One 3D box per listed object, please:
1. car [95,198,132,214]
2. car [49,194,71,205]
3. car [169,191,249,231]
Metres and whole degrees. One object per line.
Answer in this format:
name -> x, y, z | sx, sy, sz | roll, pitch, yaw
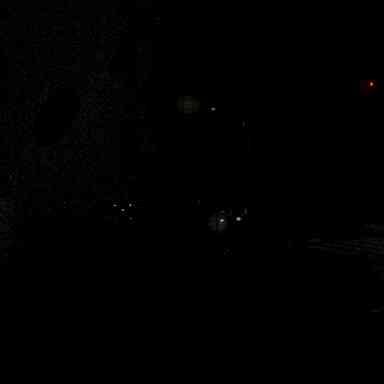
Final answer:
car -> -7.259, 1.218, 30.632 | 1.895, 1.301, 4.718 | 0, 1, -35
car -> -18.633, 0.983, 46.755 | 2.033, 1.411, 5.357 | 0, 0, -35
car -> 0.803, 1.001, 19.324 | 2.150, 2.045, 5.566 | 0, 1, -35
